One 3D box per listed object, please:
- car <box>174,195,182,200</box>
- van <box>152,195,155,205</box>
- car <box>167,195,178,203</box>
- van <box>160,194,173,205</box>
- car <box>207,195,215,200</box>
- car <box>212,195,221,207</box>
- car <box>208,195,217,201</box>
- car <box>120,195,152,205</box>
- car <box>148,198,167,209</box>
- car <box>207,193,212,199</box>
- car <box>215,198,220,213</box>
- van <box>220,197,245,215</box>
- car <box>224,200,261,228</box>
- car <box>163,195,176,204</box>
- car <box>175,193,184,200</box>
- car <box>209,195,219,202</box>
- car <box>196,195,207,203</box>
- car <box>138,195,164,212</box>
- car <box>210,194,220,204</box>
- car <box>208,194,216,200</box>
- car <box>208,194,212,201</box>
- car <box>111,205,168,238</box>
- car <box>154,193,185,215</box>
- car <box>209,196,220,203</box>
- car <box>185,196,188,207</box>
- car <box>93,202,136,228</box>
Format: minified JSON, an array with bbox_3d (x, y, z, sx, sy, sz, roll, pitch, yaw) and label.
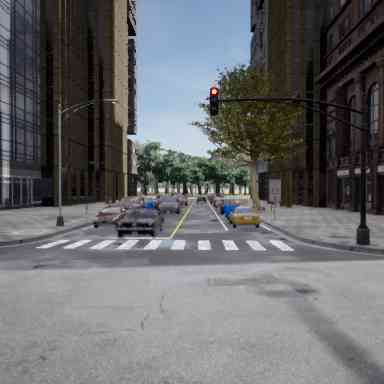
[{"bbox_3d":[-3.524,1.375,84.391,1.887,1.381,4.507,0,0,2],"label":"car"},{"bbox_3d":[-4.861,1.306,33.292,1.690,1.788,3.998,-1,0,2],"label":"van"},{"bbox_3d":[-3.969,1.425,67.358,1.887,1.381,4.507,0,0,2],"label":"car"},{"bbox_3d":[-4.267,1.252,56.003,1.690,1.788,3.998,0,0,2],"label":"van"},{"bbox_3d":[5.147,1.379,89.849,1.947,1.339,4.313,0,0,2],"label":"car"},{"bbox_3d":[3.965,1.465,44.602,1.752,1.417,4.829,-1,0,2],"label":"car"},{"bbox_3d":[4.850,1.429,78.495,1.802,1.307,4.206,0,0,2],"label":"car"},{"bbox_3d":[-5.010,1.290,27.614,2.192,1.841,5.009,-1,0,2],"label":"car"},{"bbox_3d":[-4.562,1.491,44.648,2.008,1.369,4.403,-1,0,2],"label":"car"},{"bbox_3d":[4.403,1.211,61.463,2.192,1.841,5.009,-1,0,2],"label":"car"},{"bbox_3d":[3.664,1.531,33.077,1.947,1.339,4.313,-1,0,2],"label":"car"},{"bbox_3d":[3.513,1.316,27.400,1.690,1.788,3.998,-1,0,2],"label":"van"},{"bbox_3d":[3.371,1.508,21.892,1.752,1.417,4.829,-1,0,2],"label":"car"},{"bbox_3d":[-4.118,1.336,61.680,1.967,1.590,4.097,0,0,2],"label":"car"},{"bbox_3d":[-3.378,1.128,90.068,2.192,1.841,5.009,0,0,2],"label":"car"},{"bbox_3d":[4.702,1.415,72.817,2.008,1.369,4.403,0,0,2],"label":"car"},{"bbox_3d":[1.864,1.389,65.866,1.837,1.490,4.892,0,0,2],"label":"car"},{"bbox_3d":[-4.713,1.268,38.970,2.192,1.841,5.009,-1,0,2],"label":"car"},{"bbox_3d":[4.109,1.471,50.109,1.887,1.381,4.507,-1,0,2],"label":"car"},{"bbox_3d":[5.002,1.355,84.342,1.752,1.417,4.829,0,0,2],"label":"car"},{"bbox_3d":[4.257,1.462,55.786,2.008,1.369,4.403,-1,0,2],"label":"car"},{"bbox_3d":[-2.598,1.589,17.585,1.895,1.301,4.718,0,0,2],"label":"car"},{"bbox_3d":[-2.184,1.316,33.481,2.097,1.767,4.553,0,0,2],"label":"car"},{"bbox_3d":[4.553,1.431,67.141,2.008,1.369,4.403,-1,0,2],"label":"car"},{"bbox_3d":[-1.690,1.276,50.609,2.097,1.767,4.553,0,0,2],"label":"car"},{"bbox_3d":[-5.155,1.565,21.936,1.802,1.307,4.206,-1,0,2],"label":"car"}]
